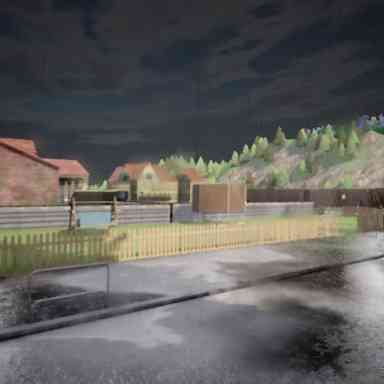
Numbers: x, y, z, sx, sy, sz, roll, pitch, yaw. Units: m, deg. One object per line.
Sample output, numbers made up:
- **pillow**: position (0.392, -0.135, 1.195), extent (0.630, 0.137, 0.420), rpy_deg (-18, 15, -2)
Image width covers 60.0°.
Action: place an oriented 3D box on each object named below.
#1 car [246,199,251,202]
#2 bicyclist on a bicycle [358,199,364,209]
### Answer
- **car**: position (8.570, 1.896, 59.583), extent (1.837, 1.490, 4.892), rpy_deg (1, 0, -35)
- **bicyclist on a bicycle**: position (23.464, 1.777, 46.076), extent (1.656, 1.620, 0.582), rpy_deg (0, 0, -35)
